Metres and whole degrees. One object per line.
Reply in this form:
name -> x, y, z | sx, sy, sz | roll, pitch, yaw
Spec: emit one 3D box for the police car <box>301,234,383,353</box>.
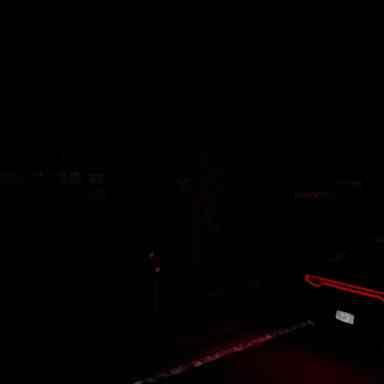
police car -> 4.103, 1.415, 5.805 | 5.238, 1.638, 1.930 | 0, 0, -35
